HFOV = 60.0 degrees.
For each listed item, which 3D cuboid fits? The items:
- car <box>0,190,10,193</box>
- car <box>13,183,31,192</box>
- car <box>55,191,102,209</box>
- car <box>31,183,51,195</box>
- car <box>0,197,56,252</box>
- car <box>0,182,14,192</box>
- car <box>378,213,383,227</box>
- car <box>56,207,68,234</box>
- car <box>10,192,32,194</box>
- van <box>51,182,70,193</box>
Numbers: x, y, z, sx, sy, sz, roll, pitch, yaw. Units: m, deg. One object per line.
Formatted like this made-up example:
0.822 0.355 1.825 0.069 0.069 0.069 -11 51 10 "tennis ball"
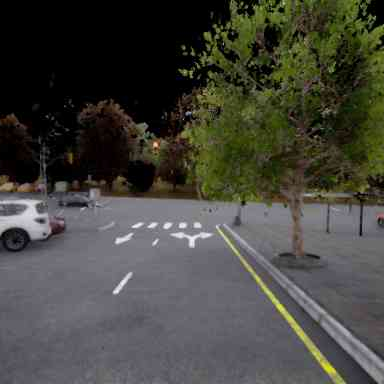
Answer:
-20.799 1.116 34.078 1.946 1.575 5.366 0 6 -14 "car"
-26.281 -0.626 53.024 1.946 1.575 5.366 1 4 -13 "car"
-12.760 1.116 37.944 4.892 1.490 1.837 4 5 4 "car"
-23.288 -0.615 52.475 2.185 1.767 4.553 1 4 -13 "car"
-8.773 1.376 13.623 5.566 2.045 2.435 -1 0 -19 "car"
-29.132 -0.715 53.011 1.946 1.575 5.366 1 4 -13 "car"
19.967 2.653 31.195 2.185 1.767 4.553 0 6 -19 "car"
-8.717 1.698 16.653 4.674 1.452 2.002 -1 0 -19 "car"
-17.812 1.300 33.433 2.163 1.488 4.792 0 6 -15 "car"
-20.318 -0.594 52.079 1.878 1.987 4.442 1 4 -14 "van"
